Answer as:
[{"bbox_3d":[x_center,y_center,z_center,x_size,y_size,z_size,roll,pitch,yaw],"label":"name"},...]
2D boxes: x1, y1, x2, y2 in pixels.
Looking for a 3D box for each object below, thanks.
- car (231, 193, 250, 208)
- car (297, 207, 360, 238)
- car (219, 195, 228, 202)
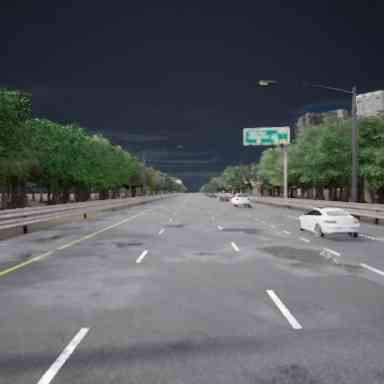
[{"bbox_3d":[7.122,1.185,48.835,2.150,2.045,5.566,0,0,0],"label":"car"},{"bbox_3d":[7.017,1.529,17.422,1.812,1.442,4.674,0,0,0],"label":"car"},{"bbox_3d":[7.226,1.456,75.903,1.812,1.442,4.674,0,0,0],"label":"car"}]
